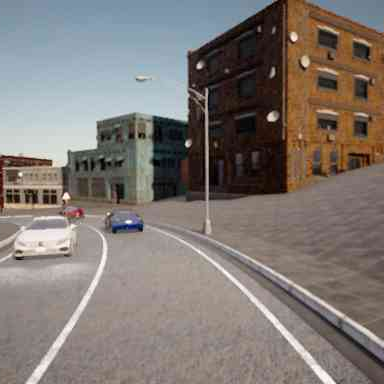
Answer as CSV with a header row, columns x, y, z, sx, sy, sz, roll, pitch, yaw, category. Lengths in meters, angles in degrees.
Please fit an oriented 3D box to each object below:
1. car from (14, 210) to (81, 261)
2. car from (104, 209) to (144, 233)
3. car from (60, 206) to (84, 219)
x,y,z,sx,sy,sz,roll,pitch,yaw,category
-5.603,1.672,13.206,1.812,1.442,4.674,-1,-1,-15,car
-4.468,1.778,21.510,1.994,1.385,4.181,-1,-1,-21,car
-13.652,2.293,37.396,1.812,1.442,4.674,-2,-1,-38,car
